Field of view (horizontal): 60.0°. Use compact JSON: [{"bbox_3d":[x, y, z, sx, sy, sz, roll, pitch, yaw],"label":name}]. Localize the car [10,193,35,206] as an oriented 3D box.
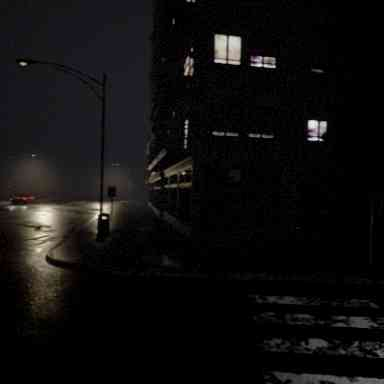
[{"bbox_3d":[-23.972,0.964,47.076,2.097,1.767,4.553,1,0,-9],"label":"car"}]
